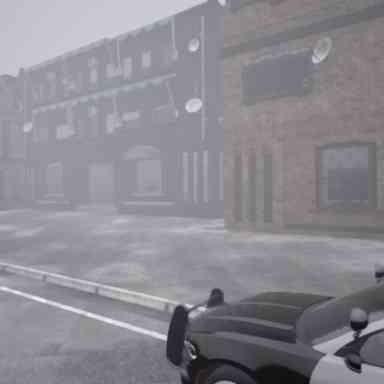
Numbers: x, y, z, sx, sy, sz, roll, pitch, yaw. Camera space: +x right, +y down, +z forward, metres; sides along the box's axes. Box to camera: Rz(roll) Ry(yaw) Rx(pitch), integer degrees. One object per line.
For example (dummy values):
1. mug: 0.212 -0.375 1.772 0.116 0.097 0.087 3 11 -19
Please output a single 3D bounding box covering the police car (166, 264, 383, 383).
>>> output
1. police car: 2.108 1.445 2.797 5.238 1.638 1.930 0 0 34
